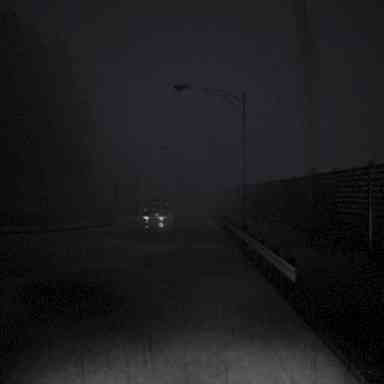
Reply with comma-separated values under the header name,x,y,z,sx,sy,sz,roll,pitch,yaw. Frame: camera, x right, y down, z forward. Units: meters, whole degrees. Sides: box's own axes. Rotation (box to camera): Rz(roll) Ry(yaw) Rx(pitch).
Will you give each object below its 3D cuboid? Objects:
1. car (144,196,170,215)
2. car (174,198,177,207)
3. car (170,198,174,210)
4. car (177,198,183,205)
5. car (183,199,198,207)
name,x,y,z,sx,sy,sz,roll,pitch,yaw
car,-4.107,1.534,38.305,2.150,2.045,5.566,0,0,0
car,-4.046,2.001,58.347,1.812,1.442,4.674,0,0,0
car,-4.097,1.745,48.155,2.097,1.767,4.553,0,0,0
car,-3.727,2.082,71.401,4.892,1.490,1.837,0,-1,40
car,-0.124,2.032,62.027,1.812,1.442,4.674,0,0,-5
